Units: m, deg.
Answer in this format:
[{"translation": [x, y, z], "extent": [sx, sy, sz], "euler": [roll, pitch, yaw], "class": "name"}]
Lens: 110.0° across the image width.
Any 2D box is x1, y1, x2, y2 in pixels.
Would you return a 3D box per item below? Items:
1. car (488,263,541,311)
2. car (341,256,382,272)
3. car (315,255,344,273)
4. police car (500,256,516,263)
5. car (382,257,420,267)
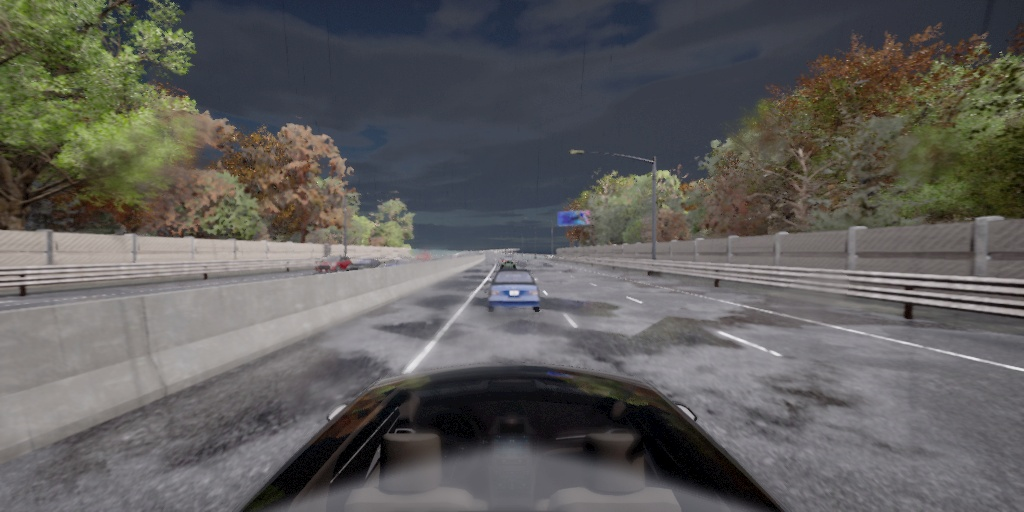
[{"translation": [0.049, 1.181, 13.771], "extent": [2.033, 1.411, 5.357], "euler": [0, 1, -1], "class": "car"}, {"translation": [-14.430, 0.977, 35.527], "extent": [2.033, 1.411, 5.357], "euler": [0, 1, -1], "class": "car"}, {"translation": [-17.944, 0.775, 36.359], "extent": [2.097, 1.767, 4.553], "euler": [0, 1, -1], "class": "car"}, {"translation": [-0.479, 0.827, 45.887], "extent": [2.038, 1.542, 4.974], "euler": [0, 0, -1], "class": "police car"}, {"translation": [-10.931, 1.028, 35.620], "extent": [1.895, 1.301, 4.718], "euler": [0, 1, -1], "class": "car"}]
